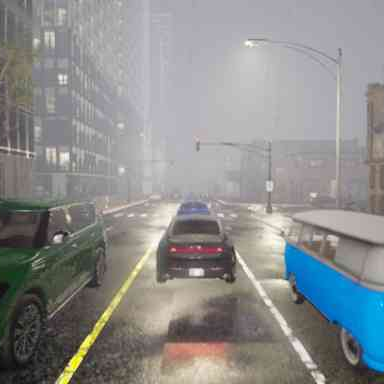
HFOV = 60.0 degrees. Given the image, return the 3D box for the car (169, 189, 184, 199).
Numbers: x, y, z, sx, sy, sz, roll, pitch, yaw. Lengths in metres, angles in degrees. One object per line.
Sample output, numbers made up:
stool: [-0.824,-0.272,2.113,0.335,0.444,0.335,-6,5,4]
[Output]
car: [-3.041,0.354,64.724,2.150,2.045,5.566,0,1,1]

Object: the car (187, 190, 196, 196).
car: [-0.023,0.418,80.853,1.837,1.490,4.892,0,1,0]

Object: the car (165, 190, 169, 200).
car: [-5.685,0.762,59.979,1.947,1.339,4.313,-1,1,0]

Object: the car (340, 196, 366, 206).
car: [16.409,1.379,31.271,4.313,1.339,1.947,1,1,1]

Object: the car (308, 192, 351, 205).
car: [16.515,0.887,39.642,5.009,1.841,2.192,1,1,1]

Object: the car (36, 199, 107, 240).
car: [-5.707,1.219,16.390,1.967,1.590,4.097,-1,1,0]

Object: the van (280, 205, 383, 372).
van: [2.674,1.268,5.308,1.690,1.788,3.998,-1,1,0]

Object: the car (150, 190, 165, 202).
car: [-5.855,0.799,54.165,1.752,1.417,4.829,-1,1,0]

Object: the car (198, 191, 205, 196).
car: [2.652,0.298,93.788,2.008,1.369,4.403,-1,1,0]

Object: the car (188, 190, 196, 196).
car: [-0.026,0.242,91.265,2.033,1.411,5.357,0,1,0]

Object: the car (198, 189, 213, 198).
car: [2.660,0.637,59.925,1.967,1.590,4.097,-1,1,0]

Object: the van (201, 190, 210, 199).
van: [2.657,0.463,65.568,1.690,1.788,3.998,-1,1,0]

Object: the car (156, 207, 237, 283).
car: [0.095,1.377,9.217,1.837,1.490,4.892,0,0,0]

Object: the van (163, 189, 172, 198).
van: [-5.694,0.313,76.907,1.690,1.788,3.998,-1,1,0]

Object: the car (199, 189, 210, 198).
car: [2.655,0.362,71.211,2.192,1.841,5.009,-1,1,0]

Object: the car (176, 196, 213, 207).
car: [0.087,1.217,19.281,1.882,1.535,5.008,0,1,0]

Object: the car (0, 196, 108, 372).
car: [-3.099,1.140,5.892,2.150,2.045,5.566,0,1,0]

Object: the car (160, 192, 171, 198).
car: [-5.688,0.612,71.267,1.947,1.339,4.313,-1,1,0]

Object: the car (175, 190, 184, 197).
car: [-3.023,0.401,80.506,1.882,1.535,5.008,0,1,0]
